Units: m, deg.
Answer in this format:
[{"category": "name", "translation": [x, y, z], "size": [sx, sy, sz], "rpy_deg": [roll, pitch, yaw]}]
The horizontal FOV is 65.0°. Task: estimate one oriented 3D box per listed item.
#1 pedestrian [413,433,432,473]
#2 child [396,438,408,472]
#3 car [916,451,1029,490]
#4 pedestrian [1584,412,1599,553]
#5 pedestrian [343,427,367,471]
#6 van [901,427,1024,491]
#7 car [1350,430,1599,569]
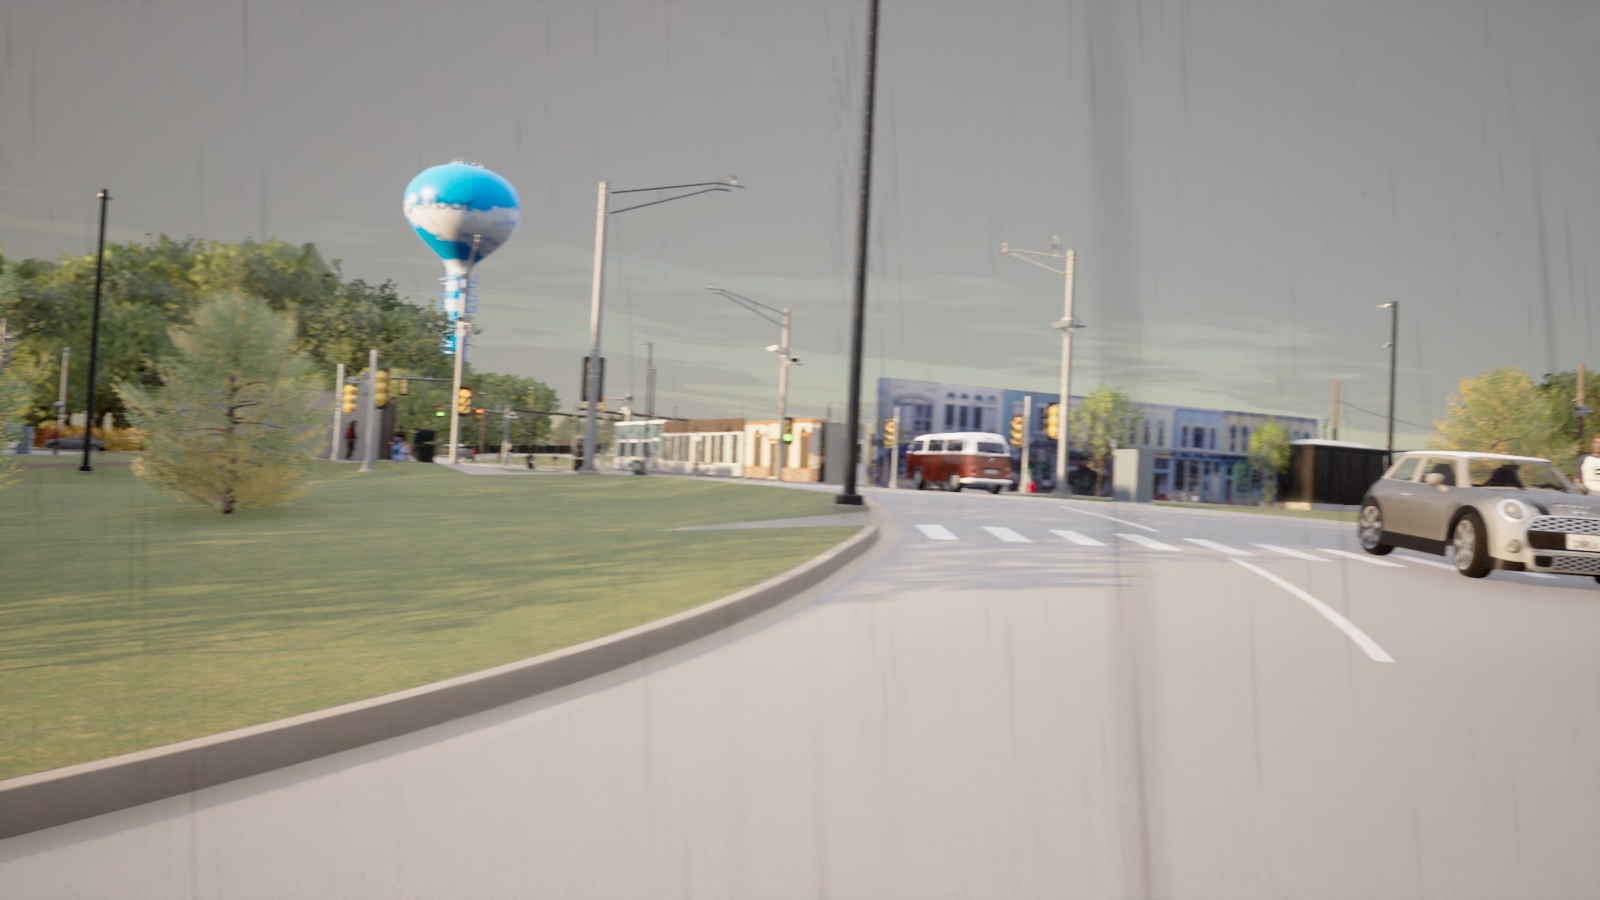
[{"category": "pedestrian", "translation": [-17.520, 0.125, 58.237], "size": [0.726, 1.842, 0.402], "rpy_deg": [0, -2, 35]}, {"category": "child", "translation": [-15.071, 0.184, 47.549], "size": [0.270, 1.263, 0.437], "rpy_deg": [3, -2, -33]}, {"category": "car", "translation": [8.359, 1.028, 60.753], "size": [5.027, 1.651, 2.152], "rpy_deg": [3, -2, -25]}, {"category": "pedestrian", "translation": [10.658, 0.432, 16.629], "size": [0.354, 1.836, 0.706], "rpy_deg": [0, -3, 41]}, {"category": "pedestrian", "translation": [-19.045, -0.039, 53.751], "size": [0.899, 1.844, 0.634], "rpy_deg": [2, -2, -19]}, {"category": "van", "translation": [5.483, 0.305, 42.918], "size": [2.069, 2.038, 4.480], "rpy_deg": [2, -1, -24]}, {"category": "car", "translation": [8.745, 0.537, 15.747], "size": [1.970, 1.475, 3.806], "rpy_deg": [3, 1, 0]}]
